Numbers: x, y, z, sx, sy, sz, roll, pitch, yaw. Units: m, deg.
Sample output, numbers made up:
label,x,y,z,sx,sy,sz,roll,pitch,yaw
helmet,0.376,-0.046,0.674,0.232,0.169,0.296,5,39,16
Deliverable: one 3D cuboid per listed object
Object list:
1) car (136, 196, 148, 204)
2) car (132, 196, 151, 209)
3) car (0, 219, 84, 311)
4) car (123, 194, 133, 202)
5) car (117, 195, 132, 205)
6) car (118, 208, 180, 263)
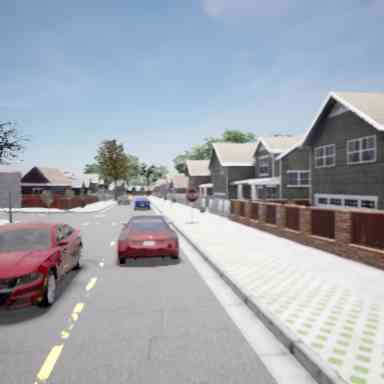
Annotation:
label,x,y,z,sx,sy,sz,roll,pitch,yaw
car,-9.107,1.418,60.558,1.895,1.301,4.718,-1,0,-9
car,-6.066,1.331,40.786,1.882,1.535,5.008,-1,1,-8
car,-3.902,1.477,7.999,1.882,1.535,5.008,-1,0,-8
car,-13.382,1.317,69.543,1.882,1.535,5.008,-1,0,-9
car,-11.080,1.364,54.362,1.837,1.490,4.892,-1,0,-8
car,-1.598,1.516,12.005,1.994,1.385,4.181,-1,0,-9
